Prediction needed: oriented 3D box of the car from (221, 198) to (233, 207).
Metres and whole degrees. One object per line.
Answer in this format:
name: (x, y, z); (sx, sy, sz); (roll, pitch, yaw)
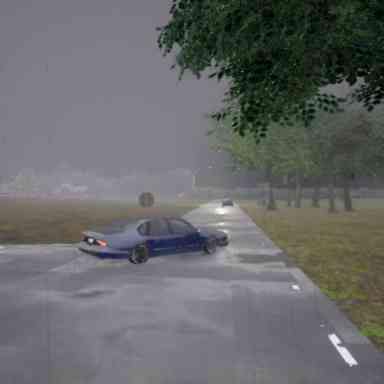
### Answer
car: (5.994, 1.743, 56.176); (1.812, 1.442, 4.674); (-1, 0, 6)

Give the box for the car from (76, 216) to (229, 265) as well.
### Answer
car: (-1.120, 1.532, 11.521); (5.357, 1.411, 2.033); (1, -1, -41)
